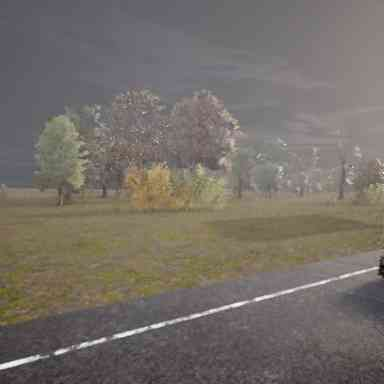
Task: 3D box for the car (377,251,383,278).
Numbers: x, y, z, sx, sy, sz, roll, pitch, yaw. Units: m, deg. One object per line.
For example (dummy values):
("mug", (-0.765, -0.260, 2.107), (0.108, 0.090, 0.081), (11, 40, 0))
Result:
("car", (6.661, 1.592, 8.620), (4.181, 1.385, 1.994), (0, 0, -35))
